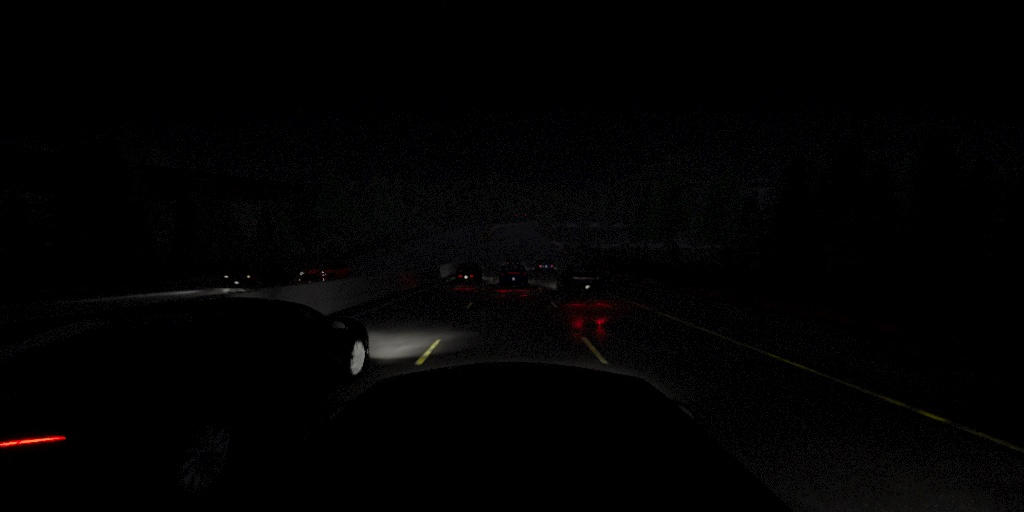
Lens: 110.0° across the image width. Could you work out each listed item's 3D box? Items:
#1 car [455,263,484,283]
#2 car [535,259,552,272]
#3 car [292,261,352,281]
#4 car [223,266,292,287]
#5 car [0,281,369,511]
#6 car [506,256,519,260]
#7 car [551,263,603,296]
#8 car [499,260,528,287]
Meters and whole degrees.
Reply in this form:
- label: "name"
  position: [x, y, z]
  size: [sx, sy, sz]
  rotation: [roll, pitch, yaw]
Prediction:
- label: "car"
  position: [-3.401, 1.303, 28.947]
  size: [1.837, 1.490, 4.892]
  rotation: [0, 0, 0]
- label: "car"
  position: [3.600, 1.013, 40.148]
  size: [2.033, 1.411, 5.357]
  rotation: [0, 3, 0]
- label: "car"
  position: [-14.000, 1.215, 27.083]
  size: [2.097, 1.767, 4.553]
  rotation: [0, 0, 0]
- label: "car"
  position: [-17.520, 1.403, 25.039]
  size: [1.895, 1.301, 4.718]
  rotation: [0, 0, 0]
- label: "car"
  position: [-3.401, 1.260, 4.329]
  size: [1.837, 1.490, 4.892]
  rotation: [0, 0, 0]
- label: "car"
  position: [0.091, 0.681, 45.318]
  size: [2.033, 1.411, 5.357]
  rotation: [0, 4, 0]
- label: "car"
  position: [3.600, 1.279, 19.531]
  size: [2.128, 1.511, 4.902]
  rotation: [0, 0, 0]
- label: "car"
  position: [0.099, 1.278, 24.984]
  size: [1.882, 1.535, 5.008]
  rotation: [0, 0, 0]
